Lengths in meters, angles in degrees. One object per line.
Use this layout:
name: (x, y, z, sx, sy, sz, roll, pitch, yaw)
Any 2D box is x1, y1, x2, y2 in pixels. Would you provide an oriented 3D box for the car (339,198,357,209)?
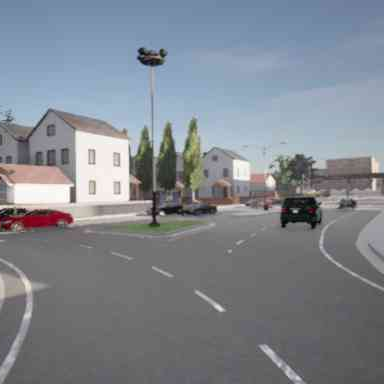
car: (21.229, 1.524, 45.205, 2.128, 1.511, 4.902, -1, -1, 32)

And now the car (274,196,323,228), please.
car: (7.533, 1.289, 22.767, 2.150, 2.045, 5.566, -1, -1, 27)

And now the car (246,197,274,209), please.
car: (10.355, 1.596, 49.851, 2.097, 1.767, 4.553, -1, 0, 33)

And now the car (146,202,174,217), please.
car: (-2.839, 1.819, 35.934, 1.882, 1.535, 5.008, -1, 0, 36)

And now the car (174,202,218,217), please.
car: (0.768, 1.823, 34.934, 2.033, 1.411, 5.357, -1, -1, 34)

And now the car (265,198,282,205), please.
car: (16.086, 1.876, 65.333, 1.895, 1.301, 4.718, -1, 0, 32)

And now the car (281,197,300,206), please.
car: (18.620, 1.715, 62.826, 2.128, 1.511, 4.902, -1, -1, 33)

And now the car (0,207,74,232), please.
car: (-10.638, 1.886, 23.121, 4.674, 1.442, 1.812, -1, 0, -38)
